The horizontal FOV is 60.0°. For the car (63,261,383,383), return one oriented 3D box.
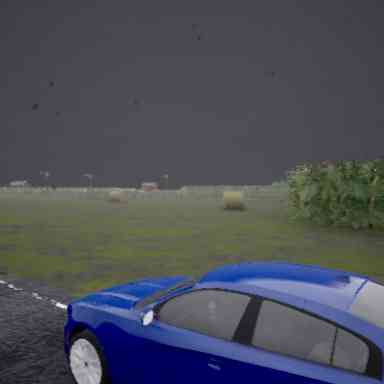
[{"bbox_3d":[0.664,1.498,3.458,5.008,1.535,1.882,0,0,36],"label":"car"}]
